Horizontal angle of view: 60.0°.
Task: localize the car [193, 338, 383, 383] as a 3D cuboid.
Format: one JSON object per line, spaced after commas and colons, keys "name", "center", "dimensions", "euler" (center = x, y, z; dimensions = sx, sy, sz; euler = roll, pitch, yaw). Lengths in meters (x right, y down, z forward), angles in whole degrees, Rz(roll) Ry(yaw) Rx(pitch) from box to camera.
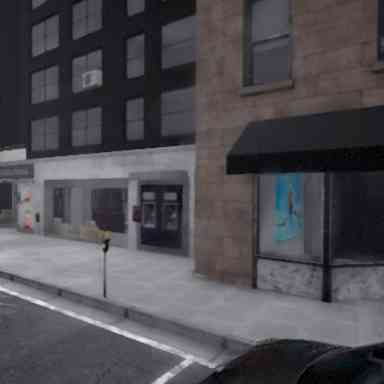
{"name": "car", "center": [1.853, 1.569, 1.755], "dimensions": [4.313, 1.339, 1.947], "euler": [0, 0, 35]}
